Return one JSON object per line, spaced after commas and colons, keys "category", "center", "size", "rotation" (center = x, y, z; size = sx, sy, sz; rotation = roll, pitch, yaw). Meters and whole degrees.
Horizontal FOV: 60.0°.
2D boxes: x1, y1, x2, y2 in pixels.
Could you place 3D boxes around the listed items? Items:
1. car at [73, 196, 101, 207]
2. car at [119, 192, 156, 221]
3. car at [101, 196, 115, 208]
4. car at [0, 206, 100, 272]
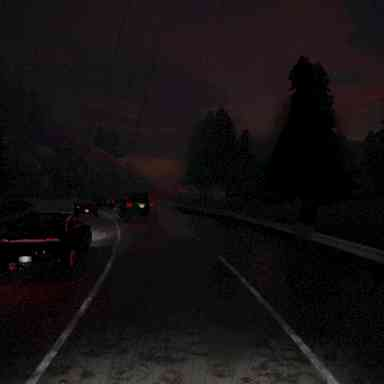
{"category": "car", "center": [-9.194, 1.303, 28.605], "size": [1.812, 1.442, 4.674], "rotation": [0, 0, -21]}
{"category": "car", "center": [-4.183, 1.021, 24.995], "size": [2.150, 2.045, 5.566], "rotation": [0, 1, -17]}
{"category": "car", "center": [-10.879, 1.229, 40.426], "size": [2.033, 1.411, 5.357], "rotation": [0, 1, -29]}
{"category": "car", "center": [-4.435, 1.410, 10.562], "size": [2.128, 1.511, 4.902], "rotation": [0, 0, -8]}
